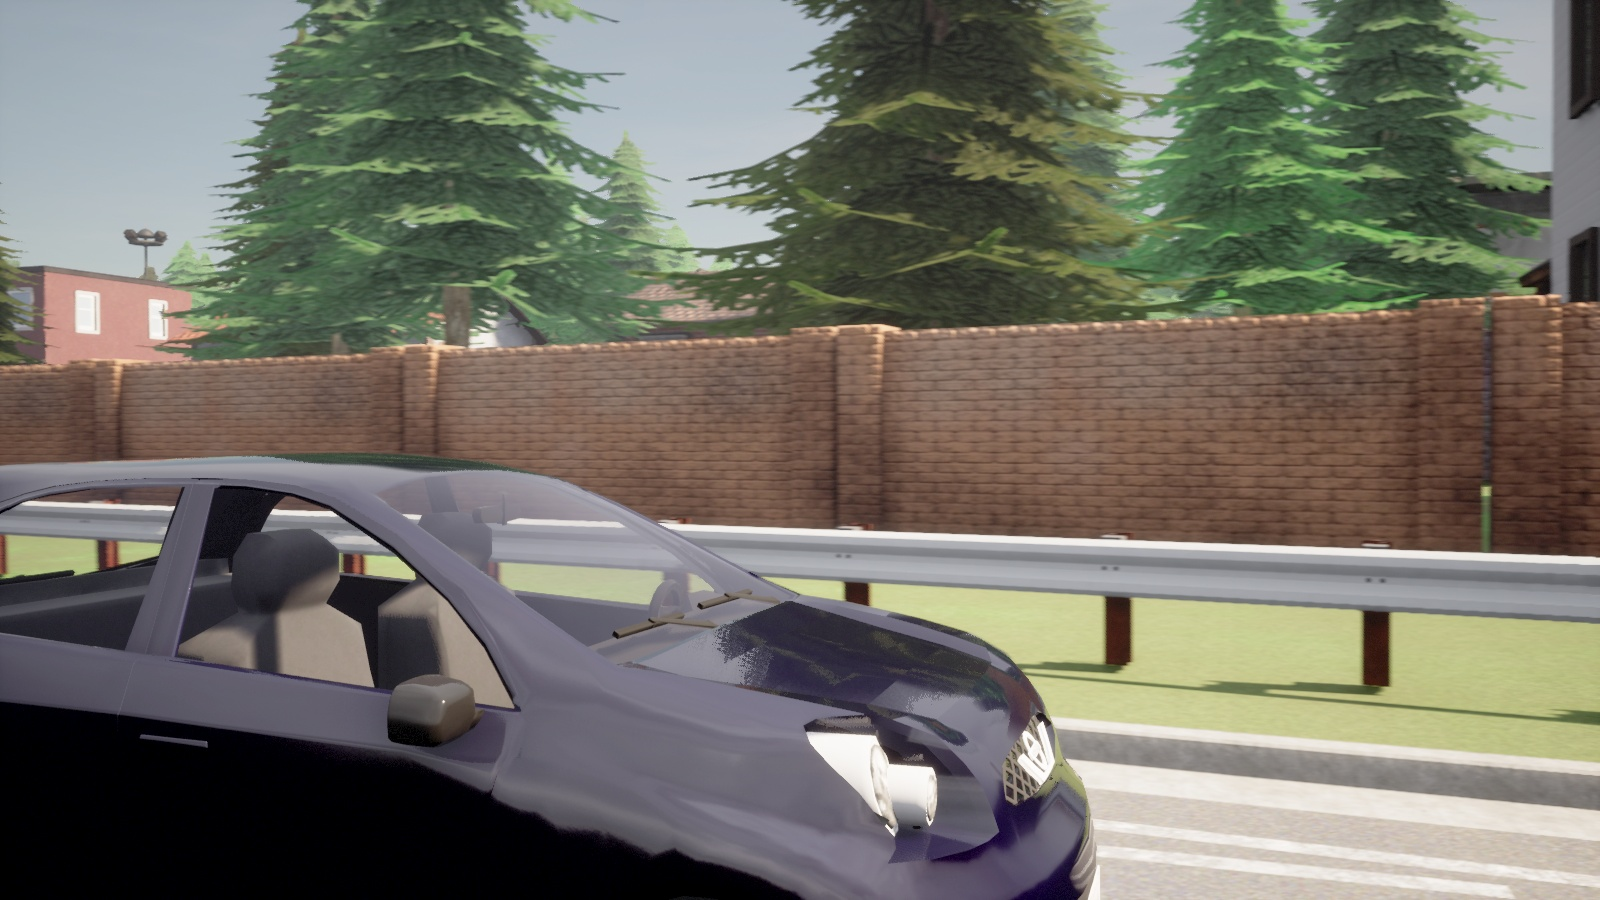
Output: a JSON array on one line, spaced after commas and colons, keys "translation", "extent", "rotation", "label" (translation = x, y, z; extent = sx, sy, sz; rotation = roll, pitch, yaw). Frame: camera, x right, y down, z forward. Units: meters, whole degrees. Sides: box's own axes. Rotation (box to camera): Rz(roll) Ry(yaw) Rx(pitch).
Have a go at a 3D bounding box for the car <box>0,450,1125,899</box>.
[{"translation": [-1.031, 0.780, 3.540], "extent": [3.633, 1.501, 1.845], "rotation": [1, 1, 19], "label": "car"}]
